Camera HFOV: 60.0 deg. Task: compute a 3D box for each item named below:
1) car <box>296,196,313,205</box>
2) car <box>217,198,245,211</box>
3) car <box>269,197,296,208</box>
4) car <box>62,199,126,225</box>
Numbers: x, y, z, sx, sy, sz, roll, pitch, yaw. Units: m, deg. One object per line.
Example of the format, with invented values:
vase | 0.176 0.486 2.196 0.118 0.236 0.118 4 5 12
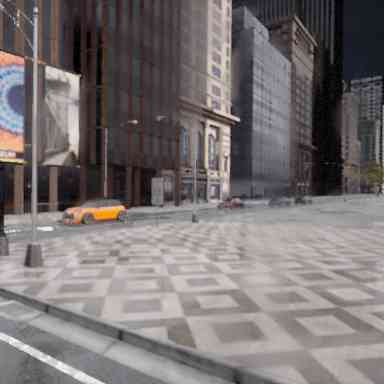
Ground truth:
car | 18.000 1.352 53.601 1.837 1.490 4.892 1 1 35
car | 4.824 1.407 40.321 1.812 1.442 4.674 1 1 35
car | 12.019 1.397 45.060 1.837 1.490 4.892 1 1 36
car | -6.910 1.313 23.754 2.097 1.767 4.553 1 1 35
